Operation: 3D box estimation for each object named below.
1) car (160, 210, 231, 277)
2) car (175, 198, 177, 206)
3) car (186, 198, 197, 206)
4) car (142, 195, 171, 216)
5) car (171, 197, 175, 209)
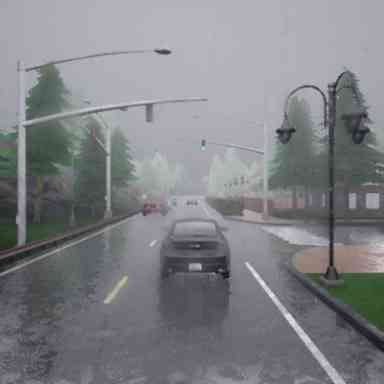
[{"bbox_3d":[0.089,1.532,10.328,1.837,1.490,4.892,0,0,0],"label":"car"},{"bbox_3d":[-3.566,1.633,56.899,2.128,1.511,4.902,0,0,0],"label":"car"},{"bbox_3d":[-0.017,1.716,60.204,1.994,1.385,4.181,0,0,0],"label":"car"},{"bbox_3d":[-3.608,1.306,33.559,2.150,2.045,5.566,0,0,0],"label":"car"},{"bbox_3d":[-3.602,1.636,43.649,1.812,1.442,4.674,0,0,0],"label":"car"}]
